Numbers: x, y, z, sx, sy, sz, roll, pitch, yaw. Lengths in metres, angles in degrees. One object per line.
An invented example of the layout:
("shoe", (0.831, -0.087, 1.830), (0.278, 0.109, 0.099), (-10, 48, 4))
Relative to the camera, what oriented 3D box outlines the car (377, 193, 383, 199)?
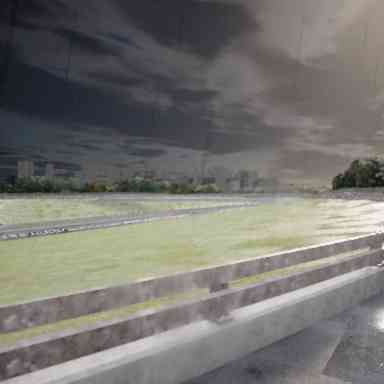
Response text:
("car", (42.149, 0.883, 72.367), (2.097, 1.767, 4.553), (-1, 0, 4))
